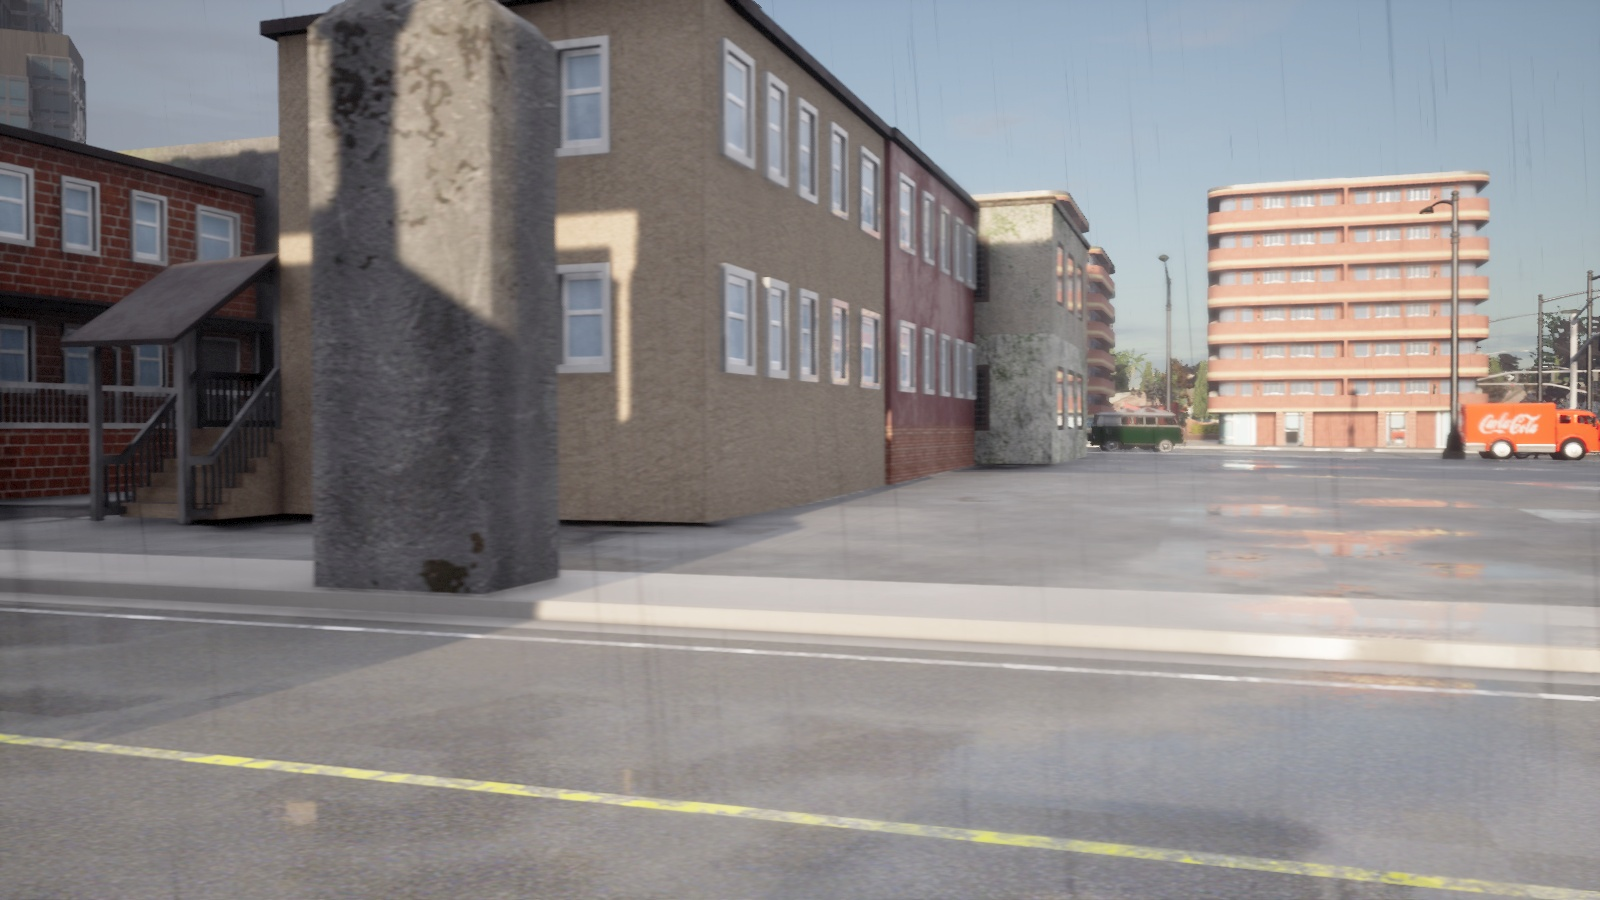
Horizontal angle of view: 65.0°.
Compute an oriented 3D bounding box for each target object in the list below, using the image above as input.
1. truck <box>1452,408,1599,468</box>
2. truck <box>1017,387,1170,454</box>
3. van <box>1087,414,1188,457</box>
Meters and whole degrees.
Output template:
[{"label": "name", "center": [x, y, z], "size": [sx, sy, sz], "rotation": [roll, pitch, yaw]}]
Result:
[{"label": "truck", "center": [30.891, -0.528, 53.460], "size": [5.204, 2.467, 2.627], "rotation": [1, 1, 18]}, {"label": "truck", "center": [16.217, -1.647, 69.407], "size": [7.936, 3.462, 2.891], "rotation": [2, 1, 18]}, {"label": "van", "center": [16.488, -0.738, 61.533], "size": [4.442, 1.987, 1.775], "rotation": [1, 1, 3]}]
